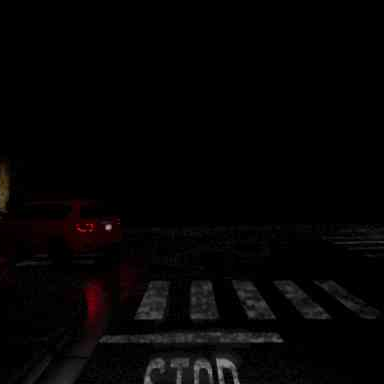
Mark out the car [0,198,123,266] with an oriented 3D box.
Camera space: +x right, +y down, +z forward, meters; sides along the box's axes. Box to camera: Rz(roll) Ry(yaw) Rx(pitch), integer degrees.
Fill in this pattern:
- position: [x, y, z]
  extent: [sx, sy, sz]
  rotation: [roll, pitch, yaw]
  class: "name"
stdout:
- position: [-5.144, 1.286, 12.041]
  extent: [5.566, 2.045, 2.150]
  rotation: [-1, 1, 26]
  class: "car"
